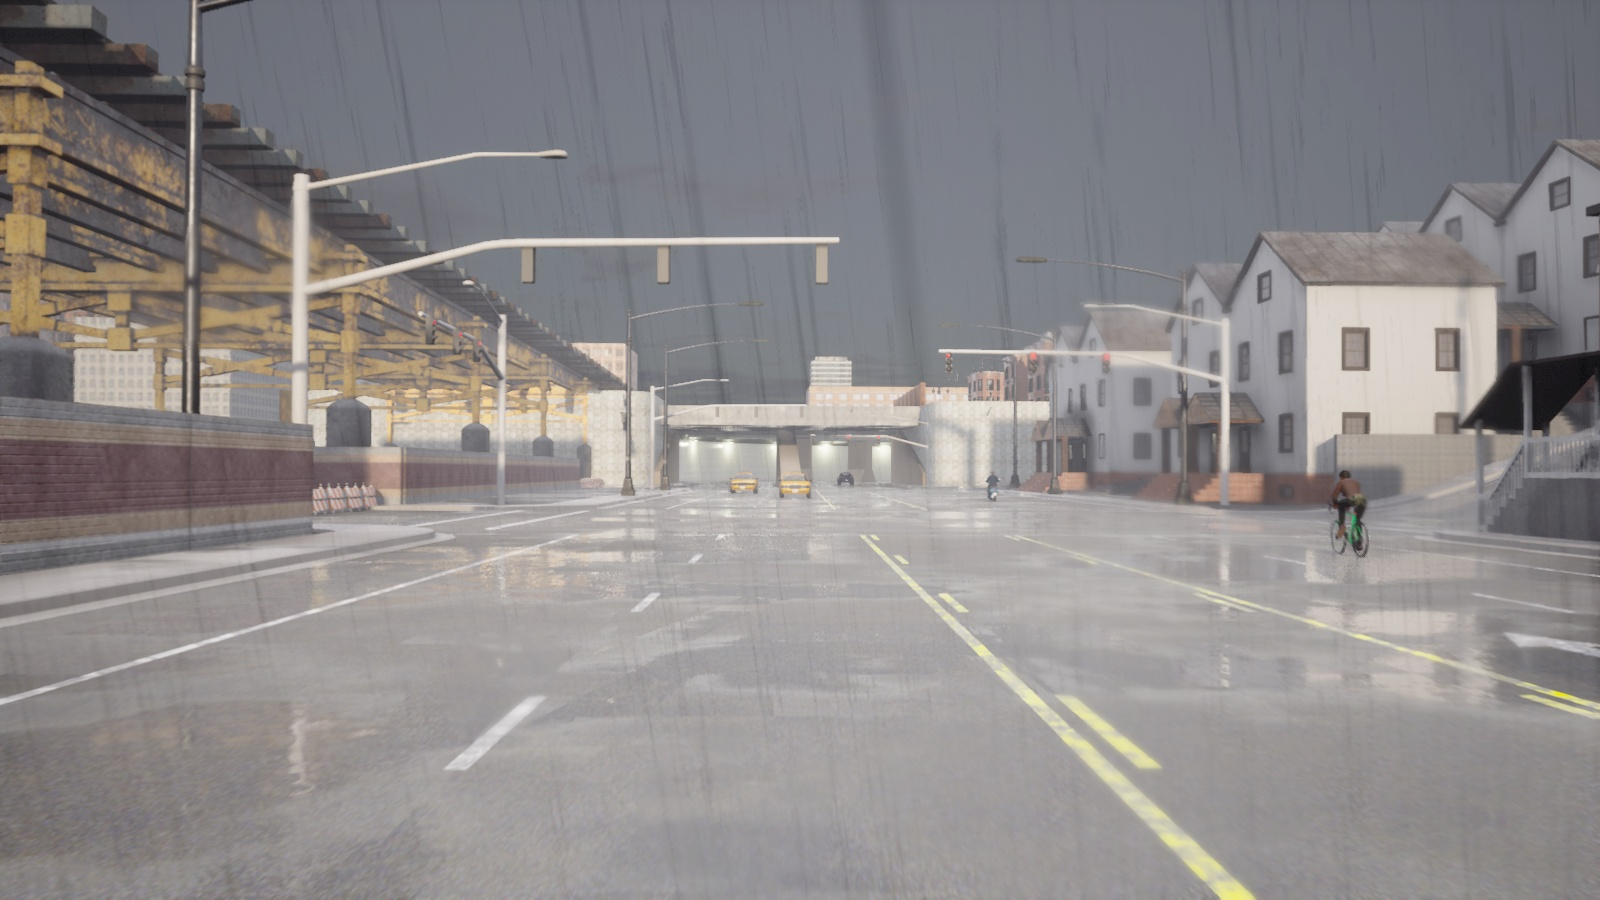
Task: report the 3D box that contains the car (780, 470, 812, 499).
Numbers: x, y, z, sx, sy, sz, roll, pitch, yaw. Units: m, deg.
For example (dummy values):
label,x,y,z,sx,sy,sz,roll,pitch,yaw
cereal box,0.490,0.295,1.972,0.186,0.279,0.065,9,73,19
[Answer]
label,x,y,z,sx,sy,sz,roll,pitch,yaw
car,-0.245,1.986,73.235,1.801,1.575,5.366,0,-1,0

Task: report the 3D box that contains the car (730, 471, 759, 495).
label,x,y,z,sx,sy,sz,roll,pitch,yaw
car,-3.789,2.221,86.426,1.801,1.575,5.366,0,-1,0

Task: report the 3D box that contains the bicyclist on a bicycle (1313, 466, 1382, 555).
label,x,y,z,sx,sy,sz,roll,pitch,yaw
bicyclist on a bicycle,10.376,1.127,23.857,0.582,1.620,1.656,0,-1,1
